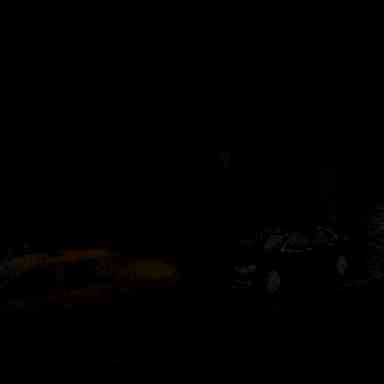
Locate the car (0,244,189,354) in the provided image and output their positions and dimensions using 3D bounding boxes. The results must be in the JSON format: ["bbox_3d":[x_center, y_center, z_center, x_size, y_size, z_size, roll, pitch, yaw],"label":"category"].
[{"bbox_3d":[-2.343,1.517,4.980,4.829,1.417,1.752,-1,0,-36],"label":"car"}]

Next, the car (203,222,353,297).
[{"bbox_3d":[2.276,1.481,8.290,4.403,1.369,2.008,-1,0,-36],"label":"car"}]

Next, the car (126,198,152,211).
[{"bbox_3d":[-8.680,2.142,52.073,1.837,1.490,4.892,-1,-1,-35],"label":"car"}]

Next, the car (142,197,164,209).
[{"bbox_3d":[-6.800,1.843,55.035,2.150,2.045,5.566,-1,-1,-35],"label":"car"}]
